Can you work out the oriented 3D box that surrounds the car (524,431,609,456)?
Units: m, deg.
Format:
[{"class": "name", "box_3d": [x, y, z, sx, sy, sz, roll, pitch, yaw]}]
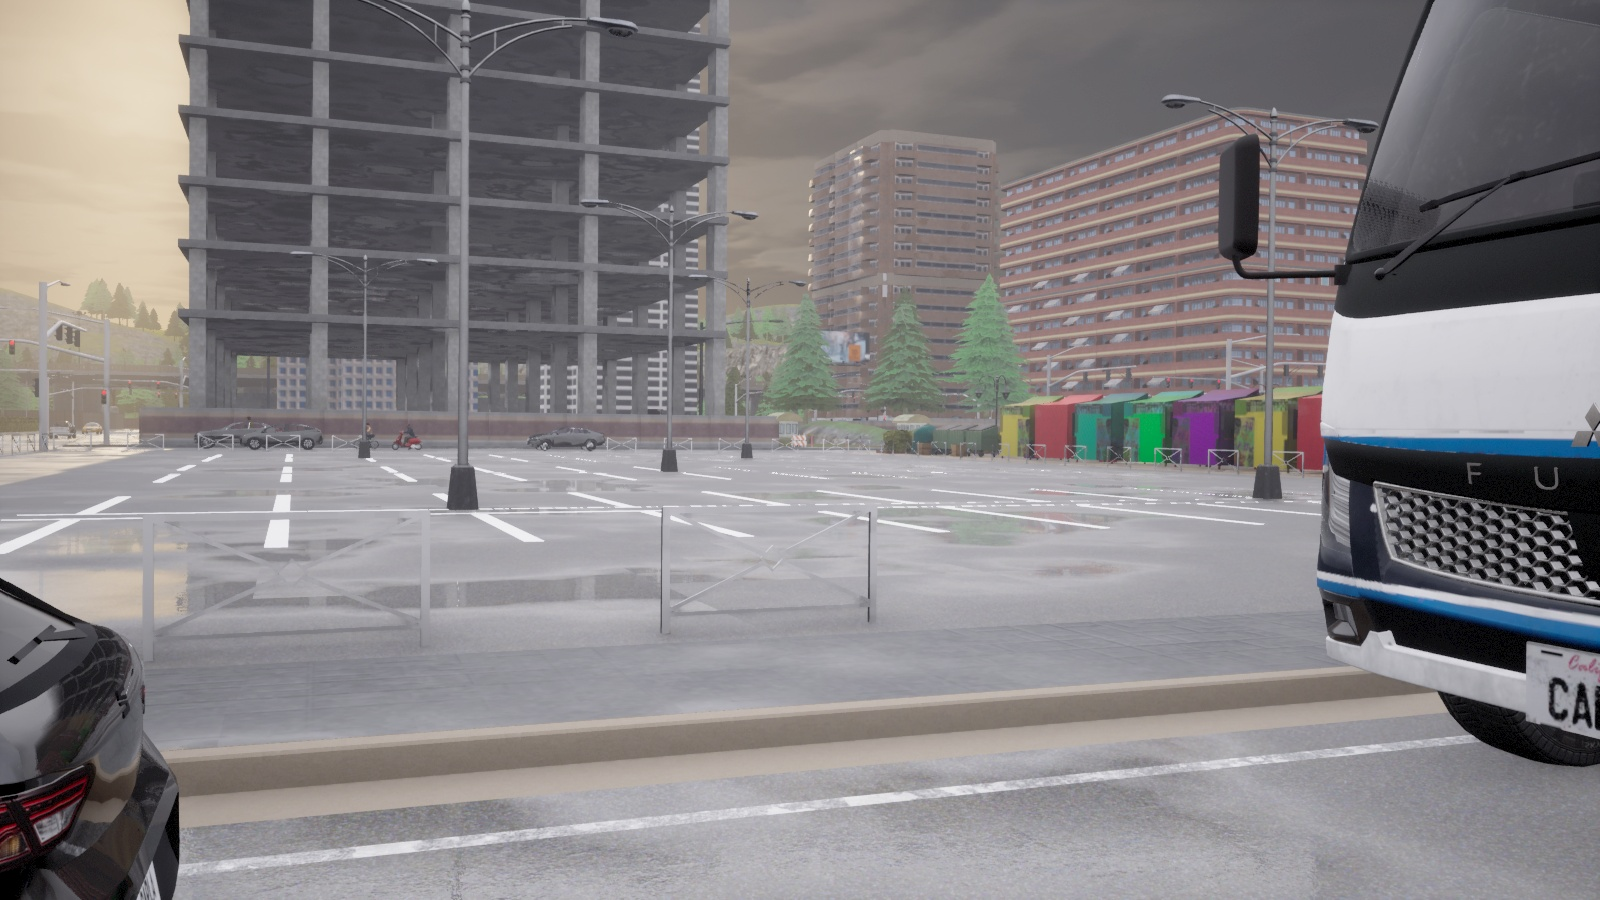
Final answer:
[{"class": "car", "box_3d": [-14.696, -0.426, 78.923, 4.902, 1.511, 2.128, -1, 1, -22]}]

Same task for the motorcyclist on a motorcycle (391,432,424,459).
[{"class": "motorcyclist on a motorcycle", "box_3d": [-23.535, -0.275, 75.304, 1.817, 1.590, 0.866, -1, 1, -22]}]

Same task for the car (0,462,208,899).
[{"class": "car", "box_3d": [-3.322, 0.815, 1.970, 4.193, 1.474, 1.816, -1, 1, -21]}]

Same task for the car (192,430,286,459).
[{"class": "car", "box_3d": [-33.451, -0.338, 75.023, 5.027, 1.651, 2.152, -1, 1, -22]}]

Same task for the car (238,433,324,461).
[{"class": "car", "box_3d": [-29.989, -0.169, 72.661, 4.514, 1.525, 2.007, -1, 1, -22]}]

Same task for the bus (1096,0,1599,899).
[{"class": "bus", "box_3d": [6.891, -0.747, 5.803, 10.273, 4.253, 3.944, -1, 1, -20]}]
